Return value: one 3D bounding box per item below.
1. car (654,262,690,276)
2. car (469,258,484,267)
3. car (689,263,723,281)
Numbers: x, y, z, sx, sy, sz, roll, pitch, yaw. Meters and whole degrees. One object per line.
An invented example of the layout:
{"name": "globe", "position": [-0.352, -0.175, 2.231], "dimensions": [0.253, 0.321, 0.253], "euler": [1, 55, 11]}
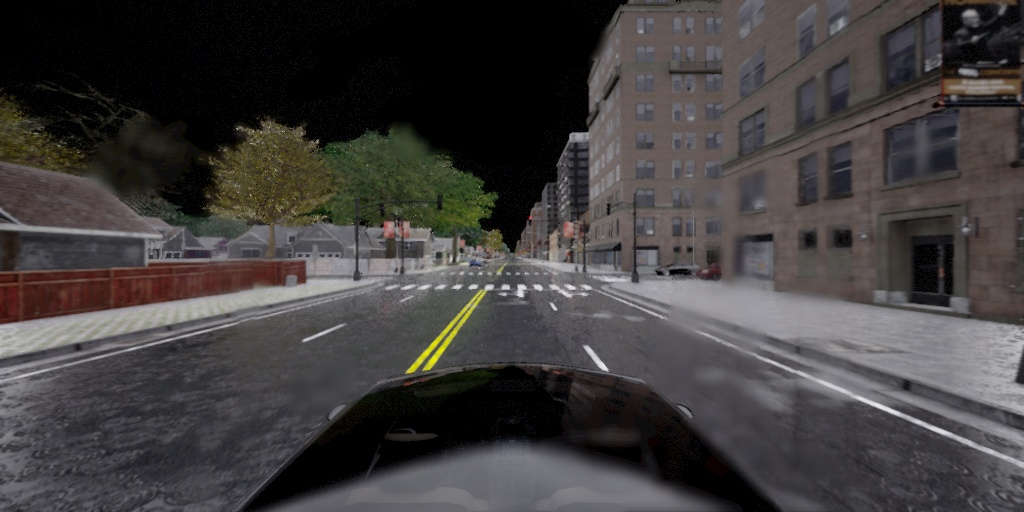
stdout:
{"name": "car", "position": [16.379, 1.303, 35.569], "dimensions": [4.313, 1.339, 1.948], "euler": [0, 0, 0]}
{"name": "car", "position": [-6.499, 1.210, 63.772], "dimensions": [1.882, 1.535, 5.008], "euler": [0, 1, 0]}
{"name": "car", "position": [16.384, 1.277, 27.544], "dimensions": [4.207, 1.307, 1.802], "euler": [0, 0, 0]}
